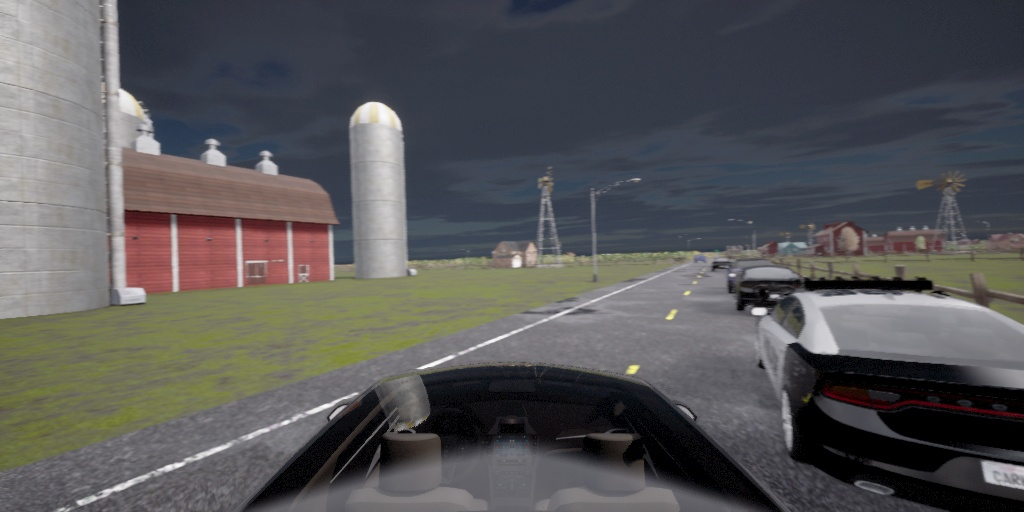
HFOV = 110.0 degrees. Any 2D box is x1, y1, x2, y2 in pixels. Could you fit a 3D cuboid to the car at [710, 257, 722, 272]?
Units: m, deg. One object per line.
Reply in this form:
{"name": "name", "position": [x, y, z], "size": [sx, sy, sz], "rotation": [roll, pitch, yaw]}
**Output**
{"name": "car", "position": [23.091, 0.883, 39.559], "size": [1.882, 1.535, 5.008], "rotation": [-2, -1, 30]}

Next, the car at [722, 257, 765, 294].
{"name": "car", "position": [12.046, 0.878, 18.136], "size": [2.097, 1.767, 4.553], "rotation": [-2, -1, 30]}

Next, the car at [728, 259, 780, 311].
{"name": "car", "position": [9.100, 1.046, 12.944], "size": [1.882, 1.535, 5.008], "rotation": [-2, -1, 30]}

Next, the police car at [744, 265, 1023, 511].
{"name": "police car", "position": [4.209, 1.066, 4.347], "size": [1.930, 1.638, 5.238], "rotation": [-2, -1, 30]}

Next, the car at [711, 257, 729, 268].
{"name": "car", "position": [29.102, 0.904, 50.235], "size": [1.994, 1.385, 4.181], "rotation": [-2, -1, 30]}
